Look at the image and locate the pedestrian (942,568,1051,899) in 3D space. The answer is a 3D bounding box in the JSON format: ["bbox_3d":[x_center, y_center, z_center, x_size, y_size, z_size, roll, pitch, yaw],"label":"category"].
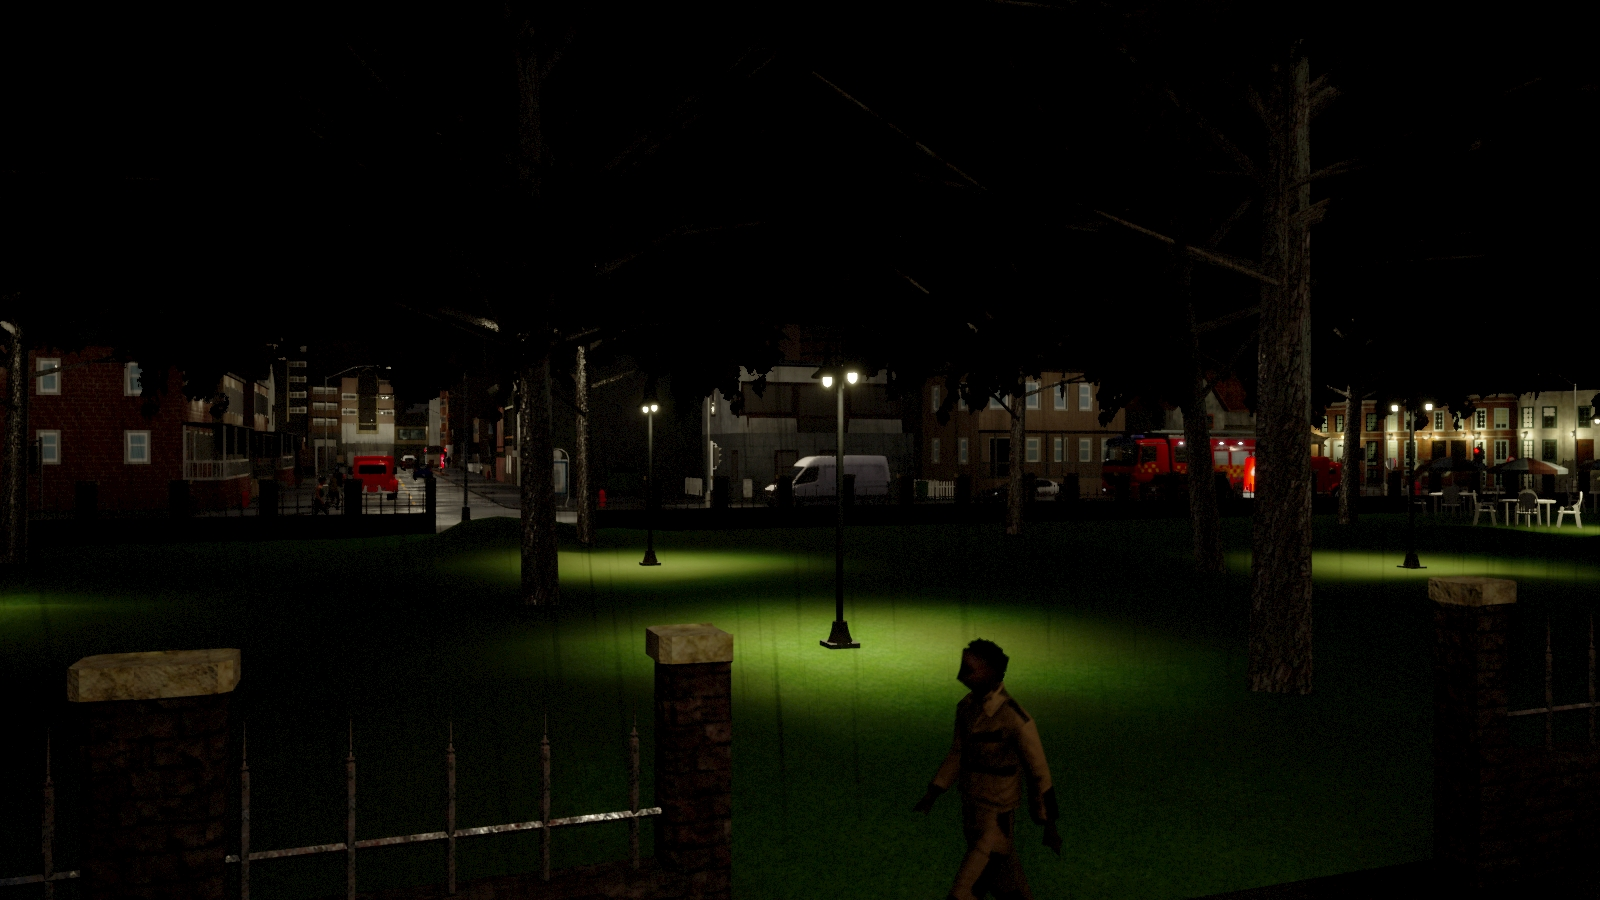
[{"bbox_3d":[0.947,1.525,5.532,0.375,1.860,0.375,0,0,-24],"label":"pedestrian"}]

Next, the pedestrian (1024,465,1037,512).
[{"bbox_3d":[9.170,1.525,45.465,0.375,1.860,0.375,0,0,-21],"label":"pedestrian"}]

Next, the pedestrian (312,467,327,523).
[{"bbox_3d":[-16.338,1.525,38.824,0.375,1.860,0.375,0,0,-5],"label":"pedestrian"}]

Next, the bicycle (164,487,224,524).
[{"bbox_3d":[-21.220,1.940,40.028,1.835,1.271,0.329,0,0,-20],"label":"bicycle"}]
